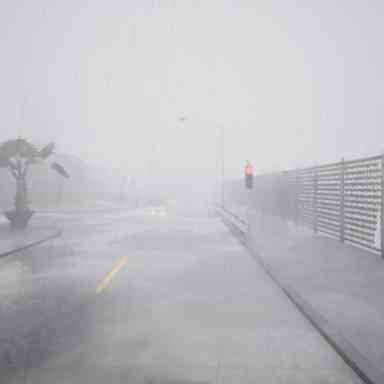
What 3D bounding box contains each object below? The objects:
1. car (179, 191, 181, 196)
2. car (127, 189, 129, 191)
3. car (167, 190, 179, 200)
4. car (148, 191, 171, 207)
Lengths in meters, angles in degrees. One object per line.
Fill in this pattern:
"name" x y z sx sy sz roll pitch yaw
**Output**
"car" -4.016 0.197 86.999 1.837 1.490 4.892 0 1 0
"car" -17.292 -0.033 81.762 3.633 1.501 1.845 0 1 0
"car" -4.010 0.464 61.202 2.097 1.767 4.553 0 0 0
"car" -4.006 0.983 39.191 2.128 1.511 4.902 0 2 0
